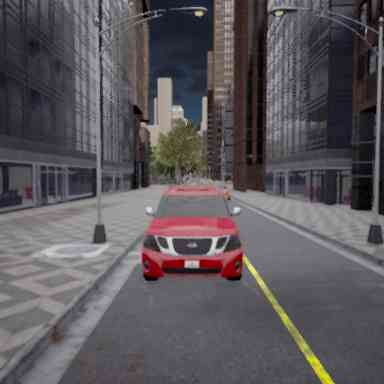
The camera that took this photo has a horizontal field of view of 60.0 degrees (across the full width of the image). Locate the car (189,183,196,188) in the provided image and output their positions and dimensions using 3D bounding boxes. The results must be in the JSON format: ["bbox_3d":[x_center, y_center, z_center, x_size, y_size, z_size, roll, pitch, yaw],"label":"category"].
[{"bbox_3d":[0.223,-1.770,90.902,1.812,1.442,4.674,0,2,0],"label":"car"}]

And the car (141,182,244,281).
[{"bbox_3d":[0.029,0.890,9.204,2.150,2.045,5.566,0,3,1],"label":"car"}]

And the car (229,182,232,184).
[{"bbox_3d":[3.190,-0.006,38.938,2.097,1.767,4.553,0,2,0],"label":"car"}]
